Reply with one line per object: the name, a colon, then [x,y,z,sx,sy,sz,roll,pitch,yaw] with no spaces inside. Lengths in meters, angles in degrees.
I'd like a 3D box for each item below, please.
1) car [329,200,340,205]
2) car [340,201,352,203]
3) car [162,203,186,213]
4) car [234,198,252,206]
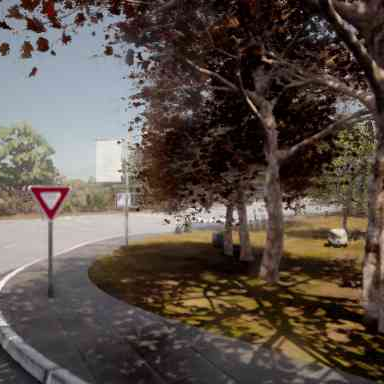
car: [26.097,1.252,59.165,4.553,1.767,2.097,-2,1,-39]
car: [27.836,1.134,56.070,5.566,2.045,2.150,-2,1,-39]
car: [-2.944,2.336,50.843,4.674,1.442,1.812,-2,1,-40]
car: [8.881,1.822,60.623,4.902,1.511,2.128,-3,1,-39]
